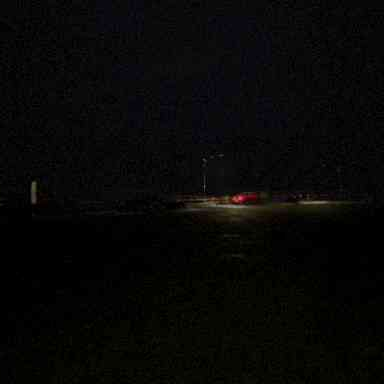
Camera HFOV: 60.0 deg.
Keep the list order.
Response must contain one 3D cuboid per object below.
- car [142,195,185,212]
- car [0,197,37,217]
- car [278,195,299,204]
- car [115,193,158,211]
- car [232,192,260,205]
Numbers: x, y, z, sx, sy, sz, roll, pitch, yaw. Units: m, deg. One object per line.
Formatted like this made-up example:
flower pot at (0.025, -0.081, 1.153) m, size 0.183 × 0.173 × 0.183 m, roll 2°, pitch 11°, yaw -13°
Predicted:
car at (-2.824, 1.404, 37.918) m, size 2.128 × 1.511 × 4.902 m, roll 1°, pitch 1°, yaw 43°
car at (-15.759, 1.254, 28.123) m, size 2.097 × 1.767 × 4.553 m, roll 1°, pitch 1°, yaw 41°
car at (17.183, 1.340, 59.016) m, size 1.882 × 1.535 × 5.008 m, roll 1°, pitch 1°, yaw 43°
car at (-6.168, 1.091, 38.646) m, size 2.150 × 2.045 × 5.566 m, roll 1°, pitch 1°, yaw 43°
car at (8.909, 1.039, 54.526) m, size 2.150 × 2.045 × 5.566 m, roll 1°, pitch 1°, yaw 44°
